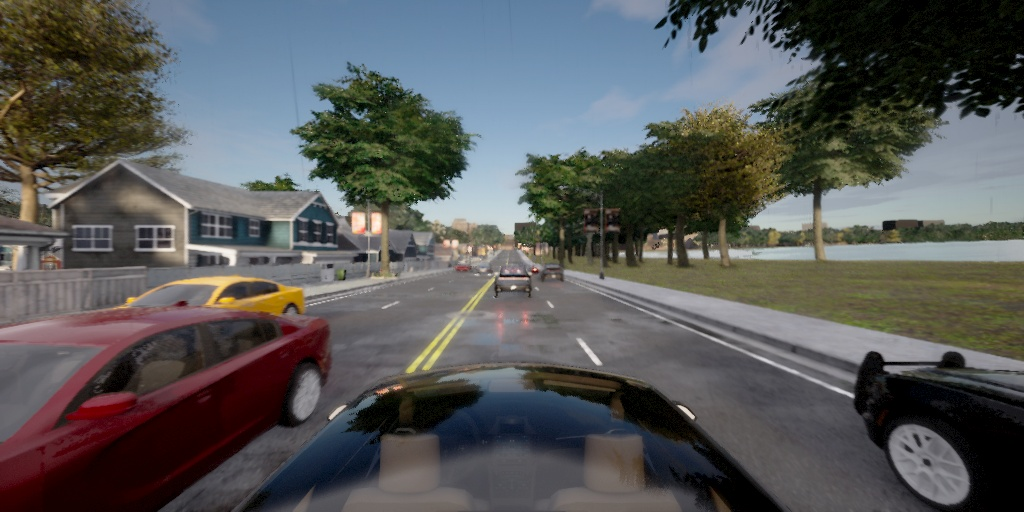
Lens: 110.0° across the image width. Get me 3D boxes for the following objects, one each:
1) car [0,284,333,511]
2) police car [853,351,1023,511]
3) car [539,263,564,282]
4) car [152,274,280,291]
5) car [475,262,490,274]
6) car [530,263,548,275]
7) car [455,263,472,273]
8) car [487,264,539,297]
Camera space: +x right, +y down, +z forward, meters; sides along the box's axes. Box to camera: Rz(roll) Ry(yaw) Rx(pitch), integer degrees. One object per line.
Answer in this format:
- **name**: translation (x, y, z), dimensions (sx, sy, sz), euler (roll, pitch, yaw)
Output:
- **car**: translation (-3.359, 1.220, 2.816), dimensions (1.882, 1.535, 5.008), euler (0, 0, 0)
- **police car**: translation (4.222, 1.185, 1.363), dimensions (1.930, 1.638, 5.238), euler (0, 0, 0)
- **car**: translation (3.256, 1.349, 30.366), dimensions (1.837, 1.490, 4.892), euler (0, 0, 0)
- **car**: translation (-6.621, 1.209, 7.814), dimensions (1.882, 1.535, 5.008), euler (0, 0, 0)
- **car**: translation (-3.445, 1.500, 44.882), dimensions (1.812, 1.442, 4.674), euler (0, -1, 0)
- **car**: translation (3.178, 1.567, 42.882), dimensions (1.895, 1.301, 4.718), euler (0, -1, 0)
- **car**: translation (-6.692, 1.625, 49.884), dimensions (1.895, 1.301, 4.718), euler (0, -1, 0)
- **car**: translation (0.053, 1.256, 18.784), dimensions (2.128, 1.511, 4.902), euler (0, 0, 0)
